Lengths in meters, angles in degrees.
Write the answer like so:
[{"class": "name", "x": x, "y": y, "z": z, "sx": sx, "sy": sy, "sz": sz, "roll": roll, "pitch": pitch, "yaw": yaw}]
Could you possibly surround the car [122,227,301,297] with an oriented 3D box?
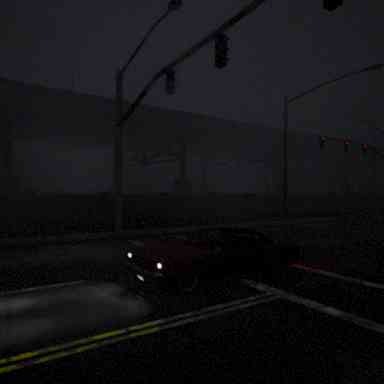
[{"class": "car", "x": 0.653, "y": 1.628, "z": 8.749, "sx": 4.718, "sy": 1.301, "sz": 1.895, "roll": 0, "pitch": 0, "yaw": -35}]
